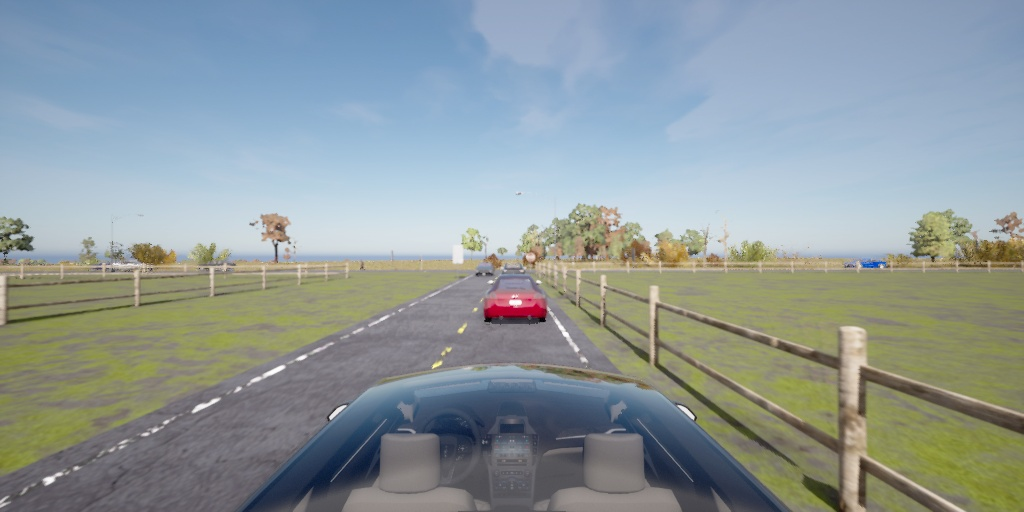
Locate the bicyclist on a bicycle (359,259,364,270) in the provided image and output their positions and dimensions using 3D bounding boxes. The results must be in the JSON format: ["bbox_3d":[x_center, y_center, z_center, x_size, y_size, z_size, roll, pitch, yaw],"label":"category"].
[{"bbox_3d":[-22.496,1.313,53.760,0.582,1.620,1.656,0,0,0],"label":"bicyclist on a bicycle"}]

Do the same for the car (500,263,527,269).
[{"bbox_3d":[0.105,1.268,27.720,2.128,1.511,4.902,0,0,0],"label":"car"}]

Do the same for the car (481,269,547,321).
[{"bbox_3d":[0.101,1.325,12.449,1.994,1.385,4.181,0,0,0],"label":"car"}]

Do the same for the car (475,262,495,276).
[{"bbox_3d":[-2.742,1.376,37.330,2.033,1.411,5.357,0,0,0],"label":"car"}]
